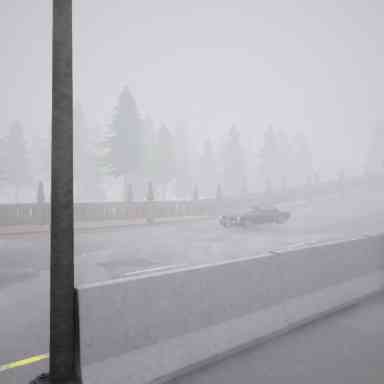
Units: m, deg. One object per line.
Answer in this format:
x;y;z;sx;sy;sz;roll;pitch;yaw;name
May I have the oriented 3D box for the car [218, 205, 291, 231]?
3.822;1.465;20.194;4.718;1.301;1.895;-3;2;-37;car
